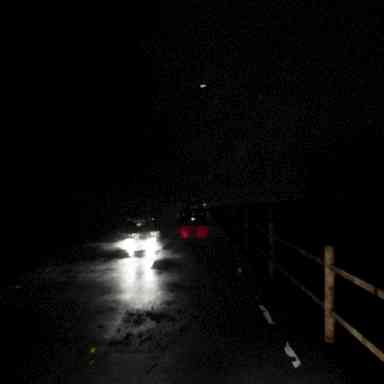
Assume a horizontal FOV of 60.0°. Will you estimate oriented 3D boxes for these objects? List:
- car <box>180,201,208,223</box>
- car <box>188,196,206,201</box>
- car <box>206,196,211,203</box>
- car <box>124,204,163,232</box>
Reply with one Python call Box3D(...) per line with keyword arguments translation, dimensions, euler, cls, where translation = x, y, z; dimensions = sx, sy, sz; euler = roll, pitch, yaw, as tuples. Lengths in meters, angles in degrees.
Box3D(translation=(0.083, 1.596, 25.494), dimensions=(1.895, 1.301, 4.718), euler=(0, 0, 0), cls="car")
Box3D(translation=(0.456, 1.463, 42.735), dimensions=(1.837, 1.490, 4.892), euler=(0, 0, 5), cls="car")
Box3D(translation=(2.000, 1.453, 61.983), dimensions=(1.994, 1.385, 4.181), euler=(0, 0, 22), cls="car")
Box3D(translation=(-2.852, 1.491, 20.348), dimensions=(2.128, 1.511, 4.902), euler=(0, 0, 0), cls="car")
